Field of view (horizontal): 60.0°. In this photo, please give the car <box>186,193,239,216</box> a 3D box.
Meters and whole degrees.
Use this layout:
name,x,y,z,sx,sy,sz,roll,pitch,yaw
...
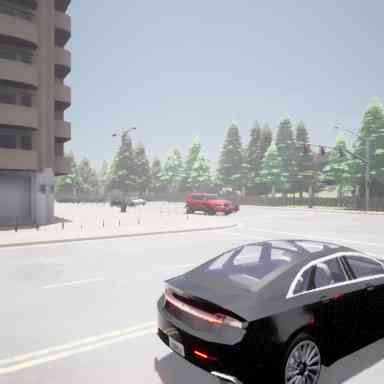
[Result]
name,x,y,z,sx,sy,sz,roll,pitch,yaw
car,1.579,1.166,31.964,2.150,2.045,5.566,0,0,-35

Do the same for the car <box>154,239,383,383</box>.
name,x,y,z,sx,sy,sz,roll,pitch,yaw
car,1.810,1.492,5.077,4.902,1.511,2.128,0,0,-35

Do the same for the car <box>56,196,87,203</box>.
name,x,y,z,sx,sy,sz,roll,pitch,yaw
car,-24.057,1.492,65.558,5.357,1.411,2.033,0,0,15

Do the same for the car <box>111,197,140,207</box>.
name,x,y,z,sx,sy,sz,roll,pitch,yaw
car,-9.983,1.448,48.017,1.837,1.490,4.892,1,0,-40

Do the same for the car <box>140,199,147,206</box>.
name,x,y,z,sx,sy,sz,roll,pitch,yaw
car,-8.966,1.470,52.110,1.812,1.442,4.674,0,0,-44

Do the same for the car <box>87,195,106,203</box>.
name,x,y,z,sx,sy,sz,roll,pitch,yaw
car,-20.007,1.447,67.747,4.902,1.511,2.128,0,0,18
